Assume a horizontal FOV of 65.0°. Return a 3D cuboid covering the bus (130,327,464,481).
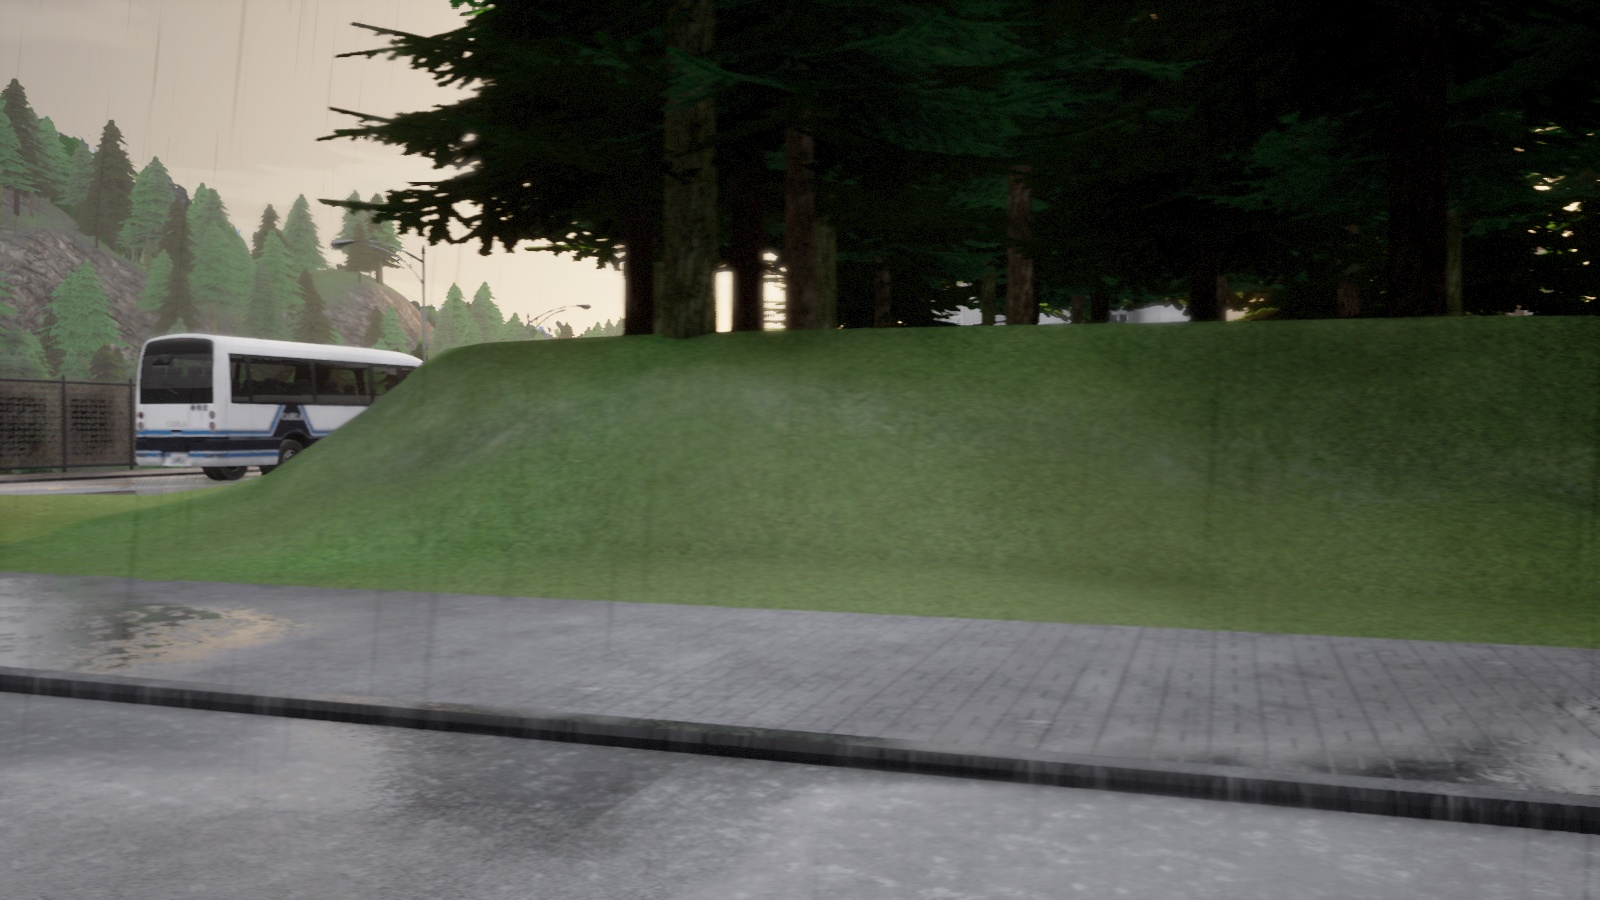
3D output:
[{"bbox_3d":[-15.535,-1.350,40.135,3.944,4.253,10.273,1,1,21],"label":"bus"}]
